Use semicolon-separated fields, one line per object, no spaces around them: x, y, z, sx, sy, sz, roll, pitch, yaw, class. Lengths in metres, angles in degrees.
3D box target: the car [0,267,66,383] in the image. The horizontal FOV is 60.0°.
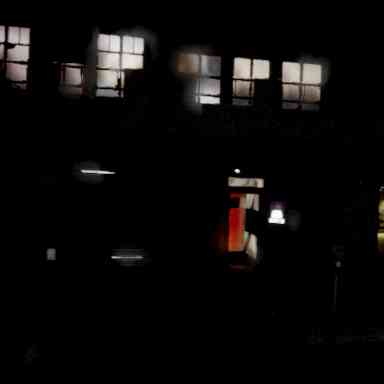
-3.267;1.350;2.541;4.097;1.590;1.967;1;1;-6;car
